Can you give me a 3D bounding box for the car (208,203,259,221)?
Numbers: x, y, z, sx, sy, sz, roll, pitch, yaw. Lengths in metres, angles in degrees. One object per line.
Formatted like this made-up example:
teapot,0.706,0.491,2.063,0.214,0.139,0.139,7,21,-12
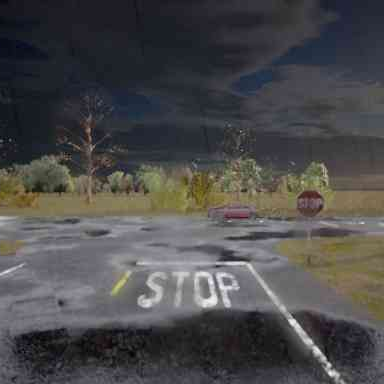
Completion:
car,3.420,1.641,27.607,4.181,1.385,1.994,0,0,-1
